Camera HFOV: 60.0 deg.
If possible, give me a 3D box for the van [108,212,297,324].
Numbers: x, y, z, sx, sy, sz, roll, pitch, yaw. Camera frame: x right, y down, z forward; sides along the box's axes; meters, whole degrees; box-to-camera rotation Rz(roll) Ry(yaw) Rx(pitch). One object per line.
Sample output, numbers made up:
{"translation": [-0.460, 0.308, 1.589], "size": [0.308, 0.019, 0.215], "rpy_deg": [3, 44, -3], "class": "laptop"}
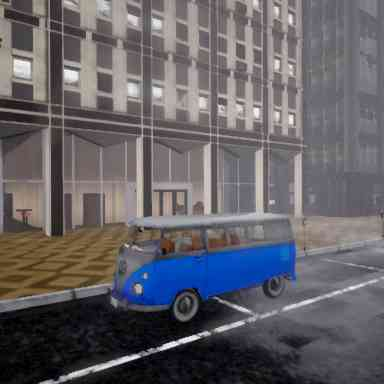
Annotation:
{"translation": [0.390, 1.338, 6.845], "size": [3.998, 1.788, 1.690], "rpy_deg": [0, 0, -35], "class": "van"}
